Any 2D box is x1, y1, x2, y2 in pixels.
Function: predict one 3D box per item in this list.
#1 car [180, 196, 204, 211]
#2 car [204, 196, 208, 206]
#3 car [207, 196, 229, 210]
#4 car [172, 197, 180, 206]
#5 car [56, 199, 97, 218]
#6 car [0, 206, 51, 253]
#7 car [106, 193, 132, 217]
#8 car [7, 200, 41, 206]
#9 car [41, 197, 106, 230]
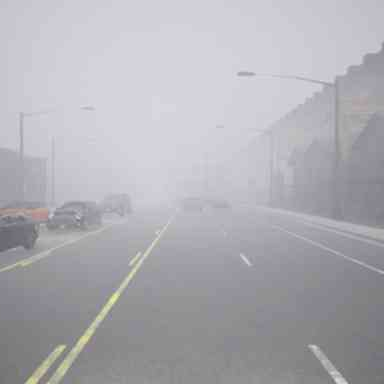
[{"bbox_3d":[0.061,1.265,39.123,2.097,1.767,4.553,0,0,1],"label":"car"},{"bbox_3d":[2.190,1.409,51.604,1.812,1.442,4.674,0,0,-17],"label":"car"},{"bbox_3d":[3.464,1.469,41.917,1.994,1.385,4.181,0,0,-3],"label":"car"},{"bbox_3d":[-1.876,1.481,52.988,1.895,1.301,4.718,0,0,-18],"label":"car"},{"bbox_3d":[-10.554,1.422,30.799,2.128,1.511,4.902,0,0,0],"label":"car"},{"bbox_3d":[-7.079,1.465,11.515,2.128,1.511,4.902,0,0,0],"label":"car"},{"bbox_3d":[-7.056,1.151,31.037,2.150,2.045,5.566,0,0,0],"label":"car"},{"bbox_3d":[-10.571,1.305,20.798,2.097,1.767,4.553,0,0,0],"label":"car"},{"bbox_3d":[-7.078,1.306,20.460,2.097,1.767,4.553,0,0,0],"label":"car"}]
